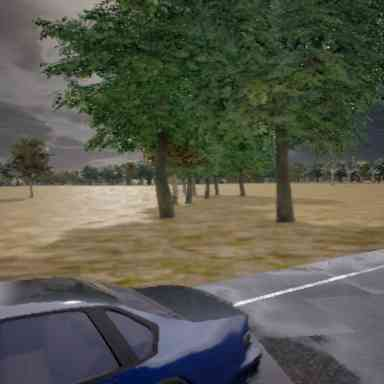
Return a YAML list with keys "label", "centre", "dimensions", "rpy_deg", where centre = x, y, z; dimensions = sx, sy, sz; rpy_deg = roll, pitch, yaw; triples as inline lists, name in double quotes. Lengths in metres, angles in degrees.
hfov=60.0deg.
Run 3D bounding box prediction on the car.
- label: "car"
  centre: [-1.821, 1.544, 2.671]
  dimensions: [5.357, 1.411, 2.033]
  rpy_deg: [0, 0, -35]
